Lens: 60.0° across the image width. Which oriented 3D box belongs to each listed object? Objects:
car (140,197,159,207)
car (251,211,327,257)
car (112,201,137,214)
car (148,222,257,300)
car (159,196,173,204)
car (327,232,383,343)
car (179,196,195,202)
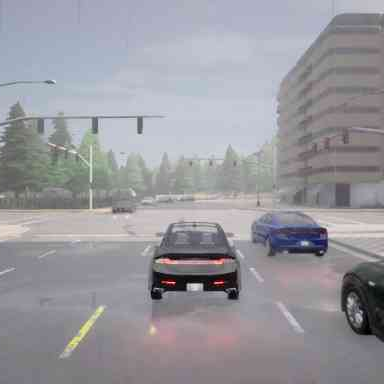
[{"bbox_3d":[-6.745,1.525,51.395,1.812,1.442,4.674,0,0,4],"label":"car"},{"bbox_3d":[3.586,1.478,13.028,1.882,1.535,5.008,0,0,0],"label":"car"},{"bbox_3d":[-7.078,1.606,35.086,1.994,1.385,4.181,0,0,0],"label":"car"},{"bbox_3d":[0.067,1.492,8.383,2.128,1.511,4.902,0,0,0],"label":"car"},{"bbox_3d":[-4.990,1.526,63.813,1.812,1.442,4.674,0,0,17],"label":"car"},{"bbox_3d":[3.600,1.352,3.877,2.097,1.767,4.553,0,0,0],"label":"car"},{"bbox_3d":[-1.027,1.524,73.524,1.812,1.442,4.674,0,0,31],"label":"car"}]
